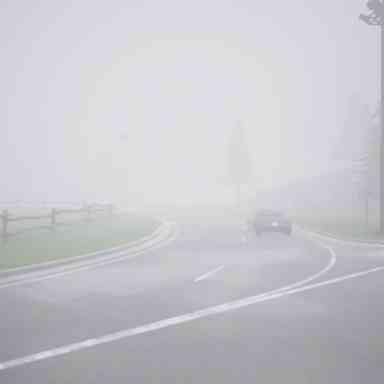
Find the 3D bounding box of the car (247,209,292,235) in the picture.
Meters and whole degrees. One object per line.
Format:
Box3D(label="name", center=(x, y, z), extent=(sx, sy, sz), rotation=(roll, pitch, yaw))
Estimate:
Box3D(label="car", center=(4.458, 1.672, 19.640), extent=(1.994, 1.385, 4.181), rotation=(0, 0, 2))
